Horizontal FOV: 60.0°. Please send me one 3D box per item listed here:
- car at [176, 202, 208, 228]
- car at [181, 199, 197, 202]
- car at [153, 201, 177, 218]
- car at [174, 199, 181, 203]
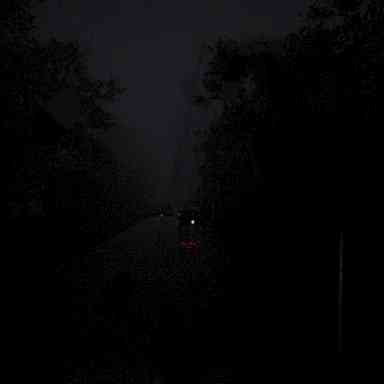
[{"bbox_3d":[0.048,1.680,23.611,1.837,1.490,4.892,0,0,0],"label":"car"},{"bbox_3d":[-0.023,1.853,42.232,2.097,1.767,4.553,0,-1,-1],"label":"car"},{"bbox_3d":[-2.958,1.905,35.002,2.033,1.411,5.357,0,-1,0],"label":"car"},{"bbox_3d":[-3.192,2.626,76.267,2.150,2.045,5.566,0,-2,-1],"label":"car"}]
